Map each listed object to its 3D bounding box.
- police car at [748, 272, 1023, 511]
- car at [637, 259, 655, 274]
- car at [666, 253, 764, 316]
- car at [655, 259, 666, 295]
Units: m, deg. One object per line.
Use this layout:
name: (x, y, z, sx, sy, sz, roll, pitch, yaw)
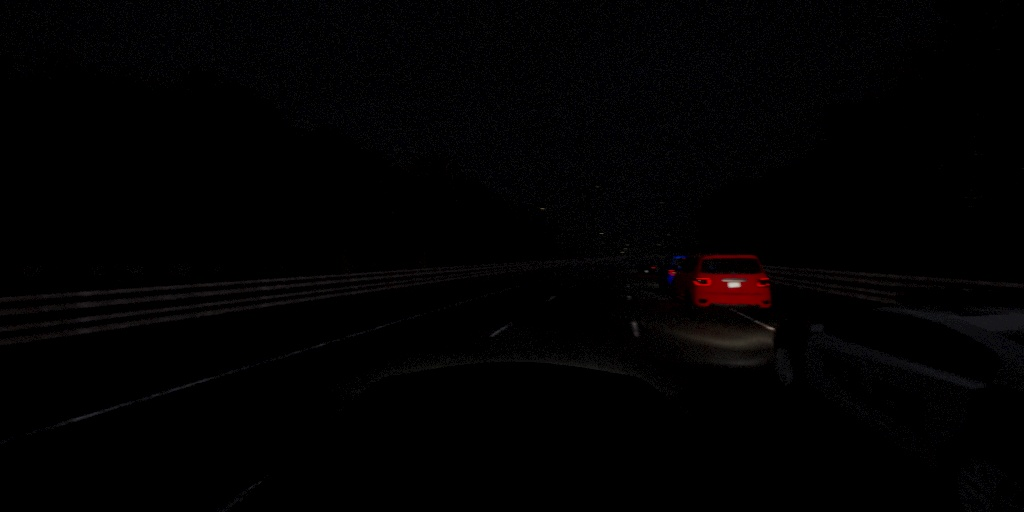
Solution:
police car: (4.438, 1.137, 3.550, 1.930, 1.638, 5.238, -1, 0, 16)
car: (14.714, 1.281, 39.261, 1.895, 1.301, 4.718, -1, 0, 20)
car: (7.192, 0.924, 12.920, 2.150, 2.045, 5.566, -1, 0, 17)
car: (8.929, 0.918, 18.566, 2.150, 2.045, 5.566, -1, 0, 17)
